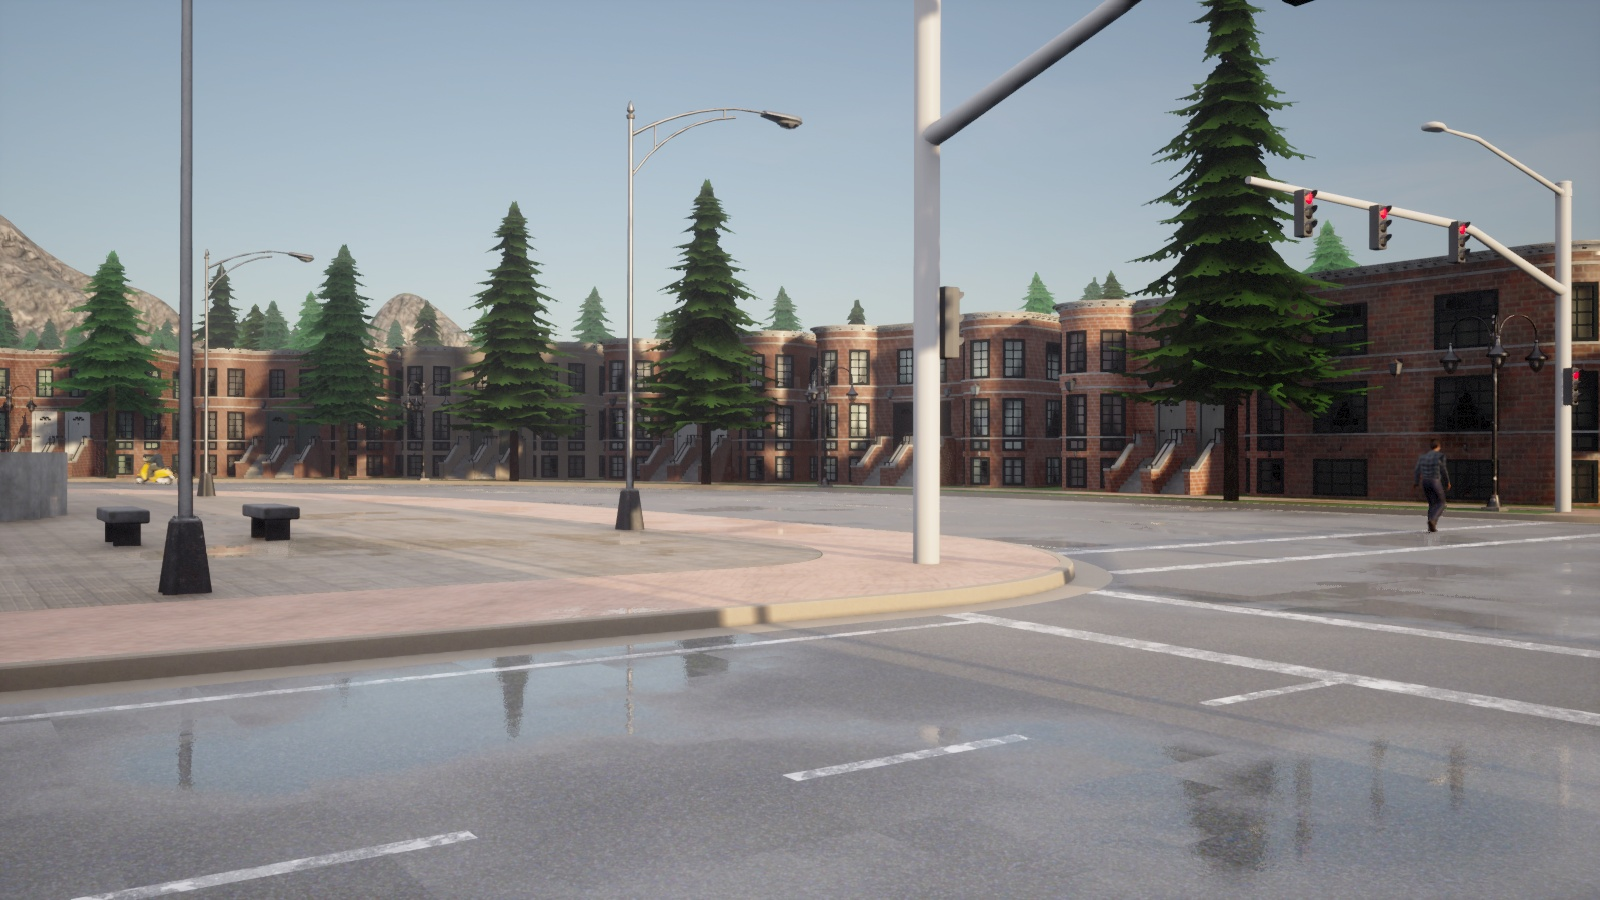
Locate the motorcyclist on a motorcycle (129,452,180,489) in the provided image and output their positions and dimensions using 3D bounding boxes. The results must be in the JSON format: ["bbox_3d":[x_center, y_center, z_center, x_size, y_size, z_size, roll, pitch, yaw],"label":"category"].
[{"bbox_3d":[-28.380,0.893,55.192,1.817,1.590,0.866,0,0,9],"label":"motorcyclist on a motorcycle"}]

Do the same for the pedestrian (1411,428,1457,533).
[{"bbox_3d":[12.032,0.566,23.830,0.788,1.949,0.423,0,0,-33],"label":"pedestrian"}]
